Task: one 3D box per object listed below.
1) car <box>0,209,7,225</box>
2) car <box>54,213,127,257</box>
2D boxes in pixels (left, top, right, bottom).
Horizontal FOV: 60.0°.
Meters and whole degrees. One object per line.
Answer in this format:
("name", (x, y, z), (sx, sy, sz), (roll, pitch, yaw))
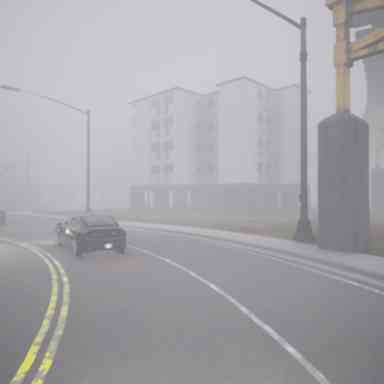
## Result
("car", (-15.725, 1.724, 25.166), (5.008, 1.535, 1.882), (0, -1, 43))
("car", (-4.278, 1.642, 13.686), (1.837, 1.490, 4.892), (1, 0, -34))
